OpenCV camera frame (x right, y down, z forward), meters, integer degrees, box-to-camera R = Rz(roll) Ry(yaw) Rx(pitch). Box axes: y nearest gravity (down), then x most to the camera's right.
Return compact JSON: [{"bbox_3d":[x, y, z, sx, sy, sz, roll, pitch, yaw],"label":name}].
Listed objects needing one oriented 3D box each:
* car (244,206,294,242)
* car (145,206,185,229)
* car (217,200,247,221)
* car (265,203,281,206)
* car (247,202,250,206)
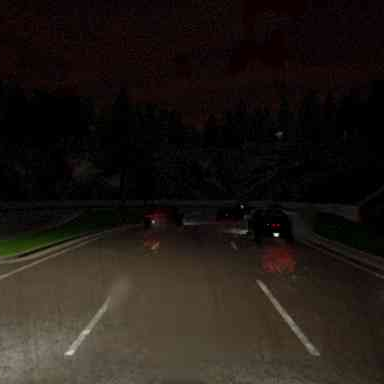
[{"bbox_3d":[4.006,1.695,17.428,1.837,1.490,4.892,0,-1,5],"label":"car"},{"bbox_3d":[-1.872,1.764,23.788,1.837,1.490,4.892,0,-1,13],"label":"car"},{"bbox_3d":[3.592,1.811,30.606,1.882,1.535,5.008,0,-1,16],"label":"car"},{"bbox_3d":[9.232,1.976,37.860,1.994,1.385,4.181,0,-1,15],"label":"car"},{"bbox_3d":[6.255,1.806,41.923,2.097,1.767,4.553,0,-1,8],"label":"car"}]
